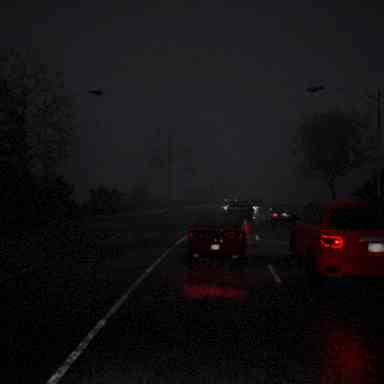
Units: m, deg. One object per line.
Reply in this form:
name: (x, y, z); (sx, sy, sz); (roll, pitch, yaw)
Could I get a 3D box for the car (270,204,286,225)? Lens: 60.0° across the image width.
car: (6.633, 1.544, 23.939); (2.033, 1.411, 5.357); (0, 0, 14)

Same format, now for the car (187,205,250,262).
car: (1.007, 1.468, 12.242); (1.882, 1.535, 5.008); (0, 0, 8)

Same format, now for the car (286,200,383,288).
car: (4.119, 1.220, 9.265); (2.150, 2.045, 5.566); (0, 0, 10)

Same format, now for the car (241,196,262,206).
car: (9.716, 1.472, 52.446); (1.837, 1.490, 4.892); (0, 1, 28)

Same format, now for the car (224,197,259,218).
car: (4.158, 1.475, 28.167); (2.128, 1.511, 4.902); (0, 0, 15)

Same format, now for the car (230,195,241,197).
car: (6.975, 1.304, 54.692); (2.097, 1.767, 4.553); (0, 0, 28)
